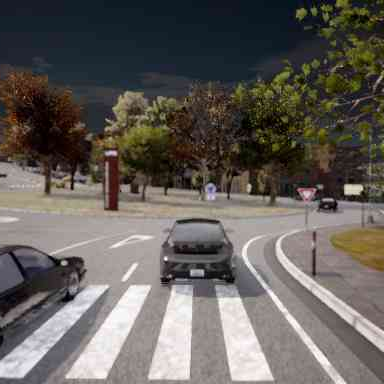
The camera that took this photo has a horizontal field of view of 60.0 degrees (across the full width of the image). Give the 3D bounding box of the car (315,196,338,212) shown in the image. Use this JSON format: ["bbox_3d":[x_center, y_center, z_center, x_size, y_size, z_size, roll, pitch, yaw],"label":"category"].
[{"bbox_3d":[15.695,1.386,38.458,1.882,1.535,5.008,1,2,25],"label":"car"}]

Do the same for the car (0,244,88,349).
[{"bbox_3d":[-3.370,1.555,5.297,2.033,1.411,5.357,0,0,1],"label":"car"}]

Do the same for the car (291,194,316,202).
[{"bbox_3d":[19.673,0.970,58.115,2.033,1.411,5.357,-1,2,-21],"label":"car"}]

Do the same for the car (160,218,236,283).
[{"bbox_3d":[0.188,1.510,9.666,1.837,1.490,4.892,0,0,2],"label":"car"}]
